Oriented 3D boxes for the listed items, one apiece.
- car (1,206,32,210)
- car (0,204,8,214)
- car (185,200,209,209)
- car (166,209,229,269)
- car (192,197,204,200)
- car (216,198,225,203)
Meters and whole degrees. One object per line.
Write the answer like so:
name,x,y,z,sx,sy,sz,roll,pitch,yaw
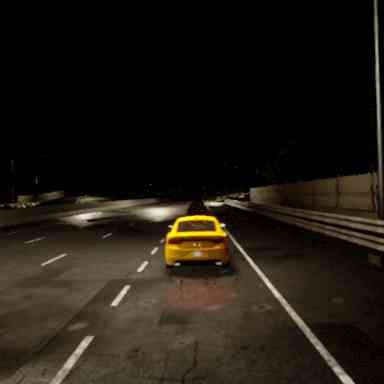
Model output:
car,-20.427,2.444,40.057,1.895,1.301,4.718,-1,-1,1
car,-30.667,2.716,51.196,1.812,1.442,4.674,-1,-1,2
car,0.472,1.763,29.832,1.837,1.490,4.892,-1,-1,1
car,0.181,1.576,11.644,1.882,1.535,5.008,-1,-1,1
car,0.766,1.892,46.269,1.882,1.535,5.008,-1,-1,1
car,8.028,2.297,89.257,1.895,1.301,4.718,-1,-1,26
